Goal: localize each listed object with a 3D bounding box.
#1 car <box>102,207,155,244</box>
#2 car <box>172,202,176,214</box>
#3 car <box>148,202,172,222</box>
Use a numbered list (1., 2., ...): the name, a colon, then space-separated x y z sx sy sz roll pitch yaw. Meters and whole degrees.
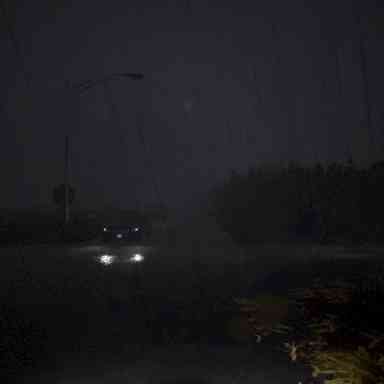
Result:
1. car: -3.173 1.689 16.863 1.812 1.442 4.674 0 -1 0
2. car: -3.094 1.965 42.886 1.812 1.442 4.674 0 0 0
3. car: -3.148 1.812 29.723 1.882 1.535 5.008 0 -1 0
